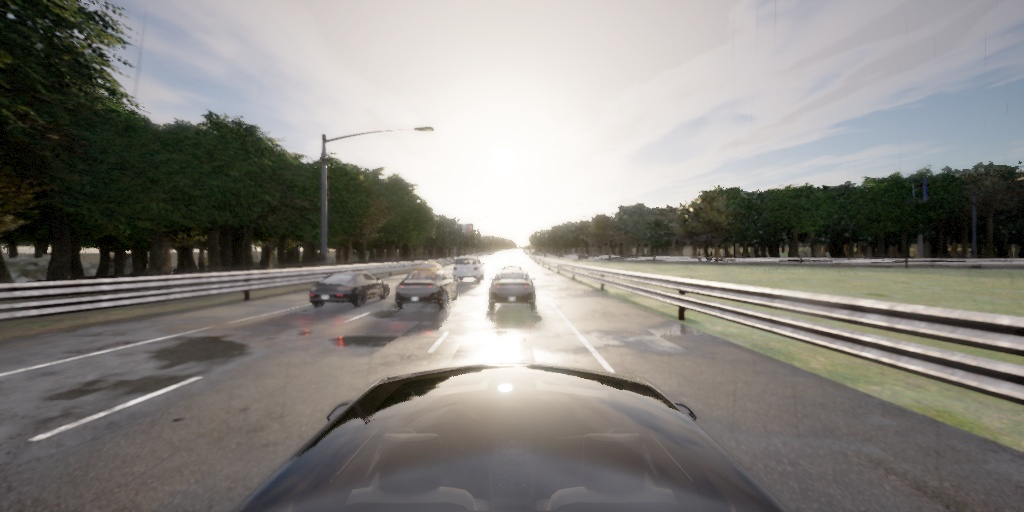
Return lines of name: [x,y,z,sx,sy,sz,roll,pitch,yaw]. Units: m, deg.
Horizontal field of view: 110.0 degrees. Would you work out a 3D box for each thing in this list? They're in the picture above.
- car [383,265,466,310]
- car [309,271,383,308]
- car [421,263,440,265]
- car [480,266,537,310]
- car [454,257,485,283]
car: [-3.474,1.343,15.337,2.128,1.511,4.902,0,0,1]
car: [-6.968,1.377,15.730,1.812,1.442,4.674,0,0,1]
car: [-6.965,1.326,31.046,1.882,1.535,5.008,0,0,1]
car: [0.026,1.344,15.335,2.128,1.511,4.902,0,0,1]
car: [-3.485,1.078,29.402,2.150,2.045,5.566,0,0,0]
